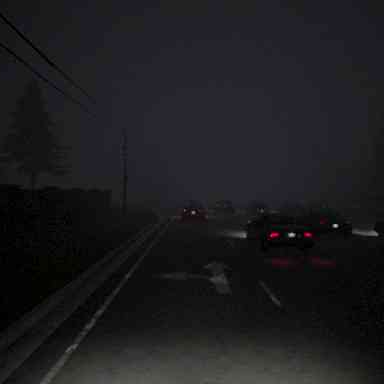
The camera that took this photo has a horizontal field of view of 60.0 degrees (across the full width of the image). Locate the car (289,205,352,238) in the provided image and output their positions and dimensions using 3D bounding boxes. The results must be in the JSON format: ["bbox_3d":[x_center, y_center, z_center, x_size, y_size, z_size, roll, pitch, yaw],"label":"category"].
[{"bbox_3d":[7.103,1.652,18.471,1.994,1.385,4.181,0,0,0],"label":"car"}]

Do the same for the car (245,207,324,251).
[{"bbox_3d":[3.602,1.617,14.531,2.033,1.411,5.357,0,0,0],"label":"car"}]

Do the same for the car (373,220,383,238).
[{"bbox_3d":[10.602,1.621,15.363,2.033,1.411,5.357,0,0,0],"label":"car"}]

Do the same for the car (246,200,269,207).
[{"bbox_3d":[7.107,1.677,36.155,1.837,1.490,4.892,0,0,0],"label":"car"}]

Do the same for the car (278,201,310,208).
[{"bbox_3d":[10.607,1.648,35.704,1.882,1.535,5.008,0,0,0],"label":"car"}]

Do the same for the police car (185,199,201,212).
[{"bbox_3d":[0.108,1.714,44.365,2.038,1.542,4.974,0,0,0],"label":"police car"}]

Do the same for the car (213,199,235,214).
[{"bbox_3d":[3.608,1.532,38.108,2.097,1.767,4.553,0,0,0],"label":"car"}]

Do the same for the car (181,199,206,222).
[{"bbox_3d":[0.077,1.636,27.956,2.163,1.488,4.792,0,0,-1],"label":"car"}]

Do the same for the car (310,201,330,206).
[{"bbox_3d":[14.108,1.728,37.867,2.033,1.411,5.357,0,0,0],"label":"car"}]
